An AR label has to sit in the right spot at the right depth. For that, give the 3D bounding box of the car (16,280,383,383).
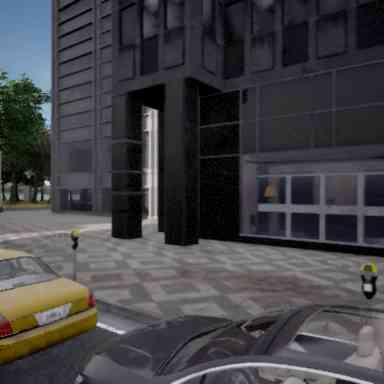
[{"bbox_3d":[0.942,1.542,2.287,4.403,1.369,2.008,0,0,35],"label":"car"}]

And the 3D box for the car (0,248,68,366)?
[{"bbox_3d":[-3.627,1.505,5.538,4.829,1.417,1.752,0,0,35],"label":"car"}]
